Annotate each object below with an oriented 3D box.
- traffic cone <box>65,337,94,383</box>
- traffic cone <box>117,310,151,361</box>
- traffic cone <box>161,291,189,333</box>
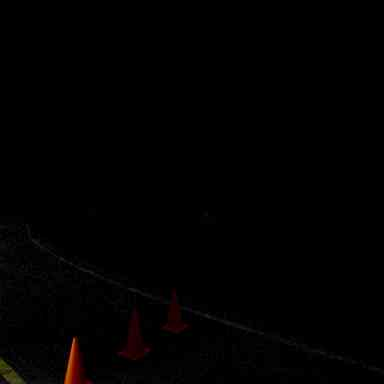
[{"bbox_3d":[-1.314,1.945,3.760,0.340,0.580,0.340,1,1,31],"label":"traffic cone"},{"bbox_3d":[-0.795,1.938,4.610,0.340,0.580,0.340,1,1,31],"label":"traffic cone"},{"bbox_3d":[-0.277,1.931,5.461,0.340,0.580,0.340,1,1,31],"label":"traffic cone"}]
